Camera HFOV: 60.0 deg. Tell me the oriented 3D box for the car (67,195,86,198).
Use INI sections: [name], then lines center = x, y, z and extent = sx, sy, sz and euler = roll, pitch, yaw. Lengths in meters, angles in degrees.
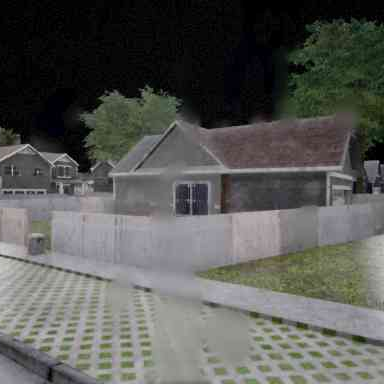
[car]
center = -12.766, 1.165, 36.193
extent = 1.837, 1.490, 4.892
euler = 1, 1, 34
